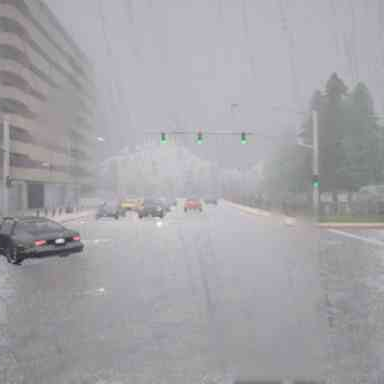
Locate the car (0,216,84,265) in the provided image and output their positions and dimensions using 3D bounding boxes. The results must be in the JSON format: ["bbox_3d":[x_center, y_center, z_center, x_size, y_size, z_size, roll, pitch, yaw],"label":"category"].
[{"bbox_3d":[-6.047,1.547,11.733,5.357,1.411,2.033,0,0,38],"label":"car"}]

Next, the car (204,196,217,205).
[{"bbox_3d":[3.538,1.510,62.141,2.097,1.767,4.553,0,0,0],"label":"car"}]

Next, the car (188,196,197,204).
[{"bbox_3d":[0.044,1.661,71.286,1.882,1.535,5.008,0,0,0],"label":"car"}]

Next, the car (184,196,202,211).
[{"bbox_3d":[0.126,1.462,42.112,2.097,1.767,4.553,0,0,0],"label":"car"}]

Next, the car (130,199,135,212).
[{"bbox_3d":[-7.065,1.585,38.748,1.882,1.535,5.008,0,0,0],"label":"car"}]

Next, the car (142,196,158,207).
[{"bbox_3d":[-6.994,1.502,56.070,2.097,1.767,4.553,0,0,1],"label":"car"}]

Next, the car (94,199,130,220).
[{"bbox_3d":[-7.074,1.610,29.367,1.812,1.442,4.674,0,0,0],"label":"car"}]

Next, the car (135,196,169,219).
[{"bbox_3d":[-3.572,1.436,30.447,2.097,1.767,4.553,0,0,0],"label":"car"}]

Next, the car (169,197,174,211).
[{"bbox_3d":[-3.562,1.633,39.661,1.812,1.442,4.674,0,0,0],"label":"car"}]

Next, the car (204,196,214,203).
[{"bbox_3d":[3.544,1.589,70.566,1.994,1.385,4.181,0,0,0],"label":"car"}]

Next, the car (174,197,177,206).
[{"bbox_3d":[-3.502,1.642,56.610,2.128,1.511,4.902,0,0,1],"label":"car"}]
